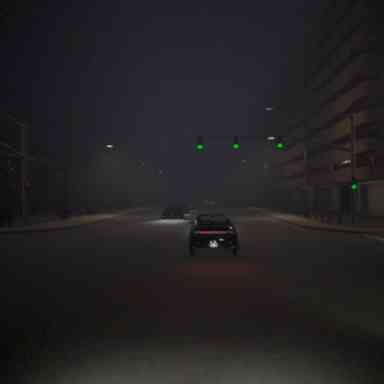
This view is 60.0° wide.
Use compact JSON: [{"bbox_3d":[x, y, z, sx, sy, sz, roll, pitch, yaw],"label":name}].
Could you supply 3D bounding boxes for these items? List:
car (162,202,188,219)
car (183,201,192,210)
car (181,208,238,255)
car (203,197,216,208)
[{"bbox_3d":[-1.859,1.984,33.601,1.994,1.385,4.181,-1,-1,3],"label":"car"},{"bbox_3d":[-1.365,2.057,43.419,1.812,1.442,4.674,-1,-1,3],"label":"car"},{"bbox_3d":[0.882,1.671,14.134,2.128,1.511,4.902,-1,0,3],"label":"car"},{"bbox_3d":[3.054,1.886,58.963,2.150,2.045,5.566,-1,-1,3],"label":"car"}]
